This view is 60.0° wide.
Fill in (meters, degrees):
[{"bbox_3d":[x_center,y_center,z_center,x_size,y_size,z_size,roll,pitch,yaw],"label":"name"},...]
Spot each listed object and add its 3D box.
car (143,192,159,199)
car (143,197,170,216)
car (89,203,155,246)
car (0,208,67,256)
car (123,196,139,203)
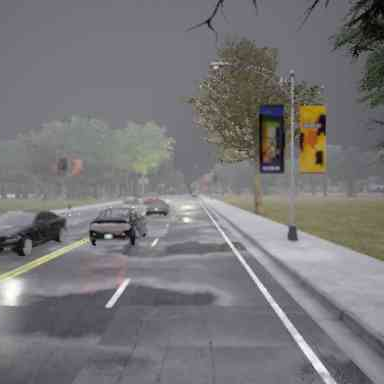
[{"bbox_3d":[-6.548,1.093,53.767,2.150,2.045,5.566,0,0,1],"label":"car"},{"bbox_3d":[-3.141,1.484,31.300,1.994,1.385,4.181,0,0,0],"label":"car"},{"bbox_3d":[-3.145,1.453,14.961,2.128,1.511,4.902,0,0,0],"label":"car"},{"bbox_3d":[-6.597,1.444,13.114,1.882,1.535,5.008,0,0,0],"label":"car"},{"bbox_3d":[-9.796,1.398,53.835,1.812,1.442,4.674,0,0,0],"label":"car"}]
